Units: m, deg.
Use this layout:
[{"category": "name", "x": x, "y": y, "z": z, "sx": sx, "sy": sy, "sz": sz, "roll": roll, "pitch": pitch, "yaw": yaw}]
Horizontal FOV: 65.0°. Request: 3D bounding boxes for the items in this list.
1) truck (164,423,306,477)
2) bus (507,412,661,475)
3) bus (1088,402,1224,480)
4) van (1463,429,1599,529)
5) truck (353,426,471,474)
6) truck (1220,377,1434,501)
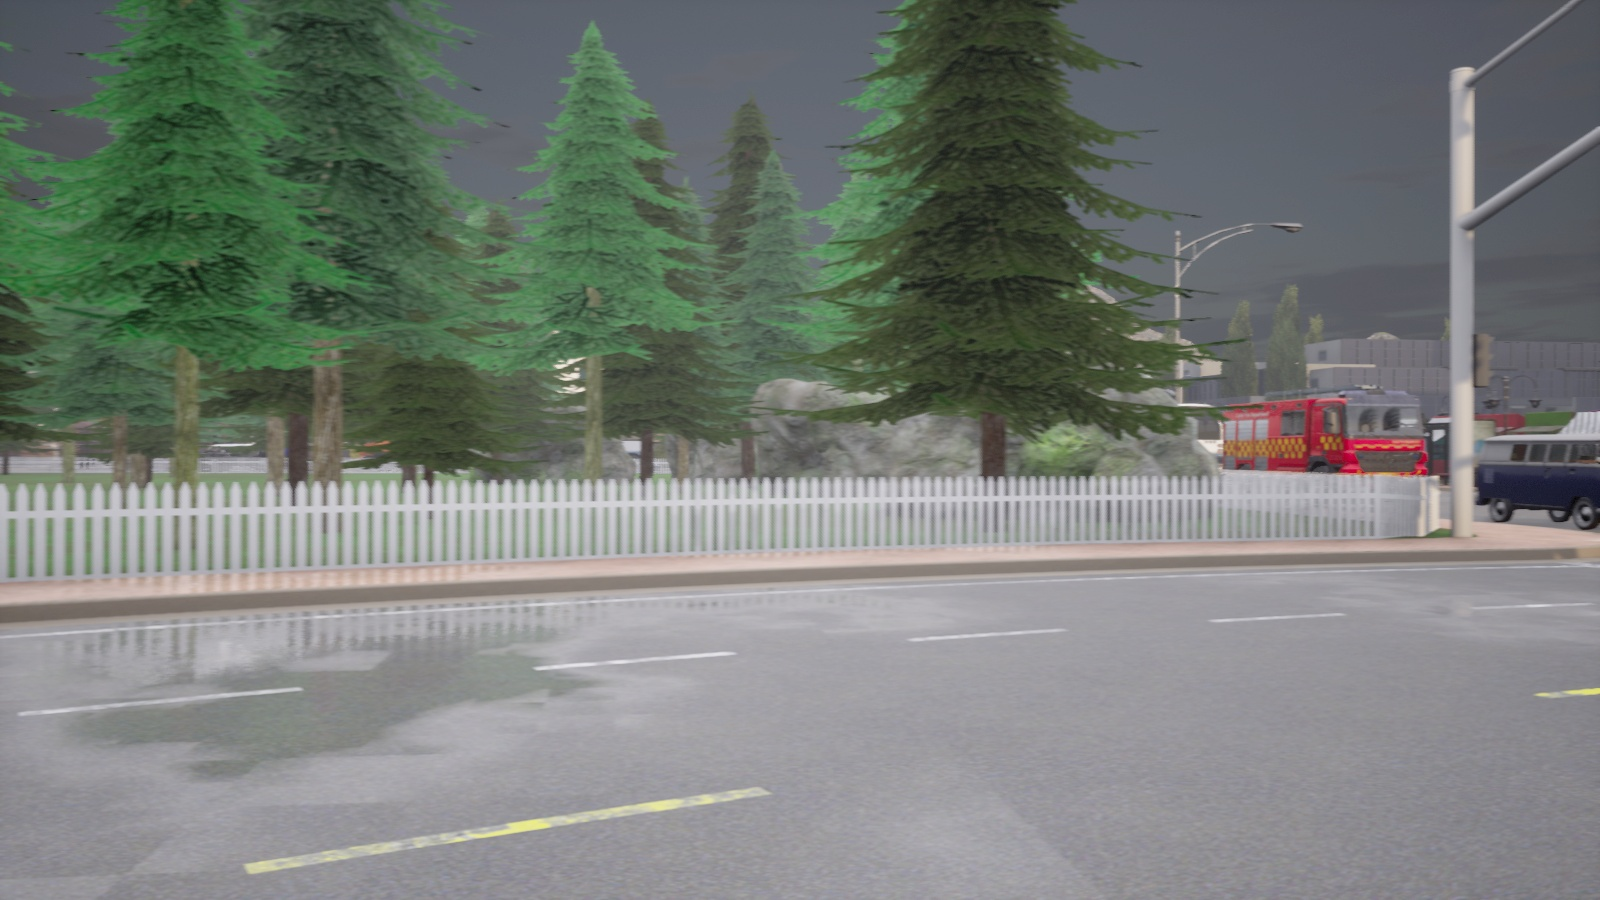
[{"category": "truck", "x": -36.568, "y": -0.002, "z": 81.486, "sx": 7.936, "sy": 3.462, "sz": 2.891, "roll": 0, "pitch": 0, "yaw": -6}, {"category": "bus", "x": -14.873, "y": -0.420, "z": 87.361, "sx": 10.273, "sy": 4.253, "sz": 3.944, "roll": 0, "pitch": 0, "yaw": -6}, {"category": "bus", "x": 20.710, "y": -0.494, "z": 73.988, "sx": 3.944, "sy": 4.253, "sz": 10.273, "roll": 0, "pitch": 0, "yaw": -8}, {"category": "van", "x": 16.439, "y": 0.565, "z": 26.832, "sx": 1.775, "sy": 1.987, "sz": 4.442, "roll": 0, "pitch": 0, "yaw": -8}, {"category": "truck", "x": -28.608, "y": 0.004, "z": 92.911, "sx": 7.936, "sy": 3.462, "sz": 2.891, "roll": 0, "pitch": 0, "yaw": -6}, {"category": "truck", "x": 17.780, "y": -0.325, "z": 43.161, "sx": 2.891, "sy": 3.827, "sz": 8.468, "roll": 0, "pitch": 0, "yaw": -8}]
